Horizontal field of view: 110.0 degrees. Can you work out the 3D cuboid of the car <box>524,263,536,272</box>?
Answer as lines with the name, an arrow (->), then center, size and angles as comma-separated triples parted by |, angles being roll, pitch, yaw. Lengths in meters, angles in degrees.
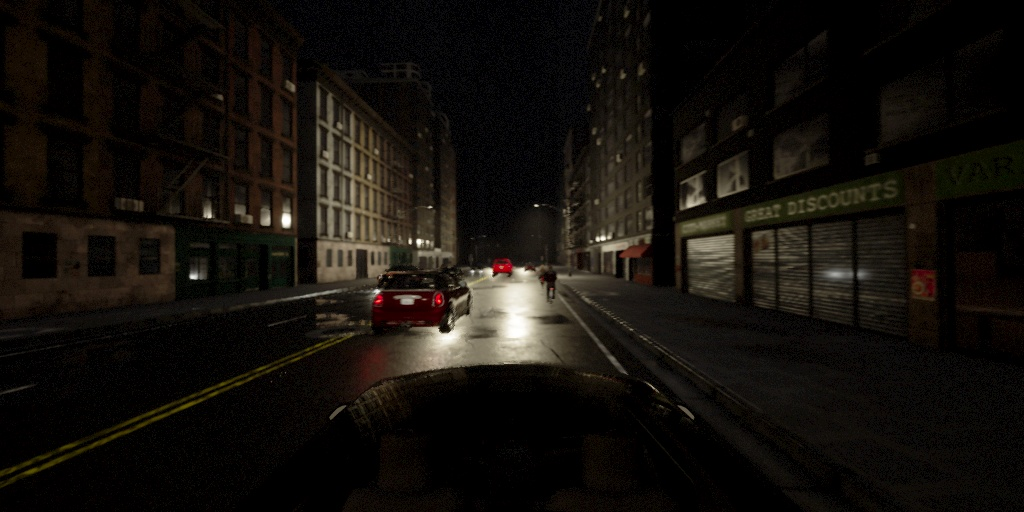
car -> 3.012, 1.955, 60.223 | 1.895, 1.301, 4.718 | -1, -1, 3

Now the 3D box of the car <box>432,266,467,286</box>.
car -> -5.149, 1.615, 30.040 | 1.837, 1.490, 4.892 | -1, -1, 3

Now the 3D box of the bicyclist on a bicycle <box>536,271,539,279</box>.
bicyclist on a bicycle -> 2.080, 1.418, 24.458 | 0.866, 1.612, 1.509 | -1, -1, 3

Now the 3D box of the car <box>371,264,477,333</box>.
car -> -2.600, 1.233, 11.392 | 2.097, 1.767, 4.553 | -1, -1, 3

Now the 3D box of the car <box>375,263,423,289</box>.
car -> -8.526, 1.466, 27.494 | 2.097, 1.767, 4.553 | -1, -1, 3

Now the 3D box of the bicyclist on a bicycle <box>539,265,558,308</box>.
bicyclist on a bicycle -> 1.636, 1.255, 15.281 | 0.659, 1.776, 1.843 | -1, 0, 3

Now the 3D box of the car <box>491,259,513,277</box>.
car -> -1.070, 1.434, 43.124 | 2.150, 2.045, 5.566 | -1, -1, 3
